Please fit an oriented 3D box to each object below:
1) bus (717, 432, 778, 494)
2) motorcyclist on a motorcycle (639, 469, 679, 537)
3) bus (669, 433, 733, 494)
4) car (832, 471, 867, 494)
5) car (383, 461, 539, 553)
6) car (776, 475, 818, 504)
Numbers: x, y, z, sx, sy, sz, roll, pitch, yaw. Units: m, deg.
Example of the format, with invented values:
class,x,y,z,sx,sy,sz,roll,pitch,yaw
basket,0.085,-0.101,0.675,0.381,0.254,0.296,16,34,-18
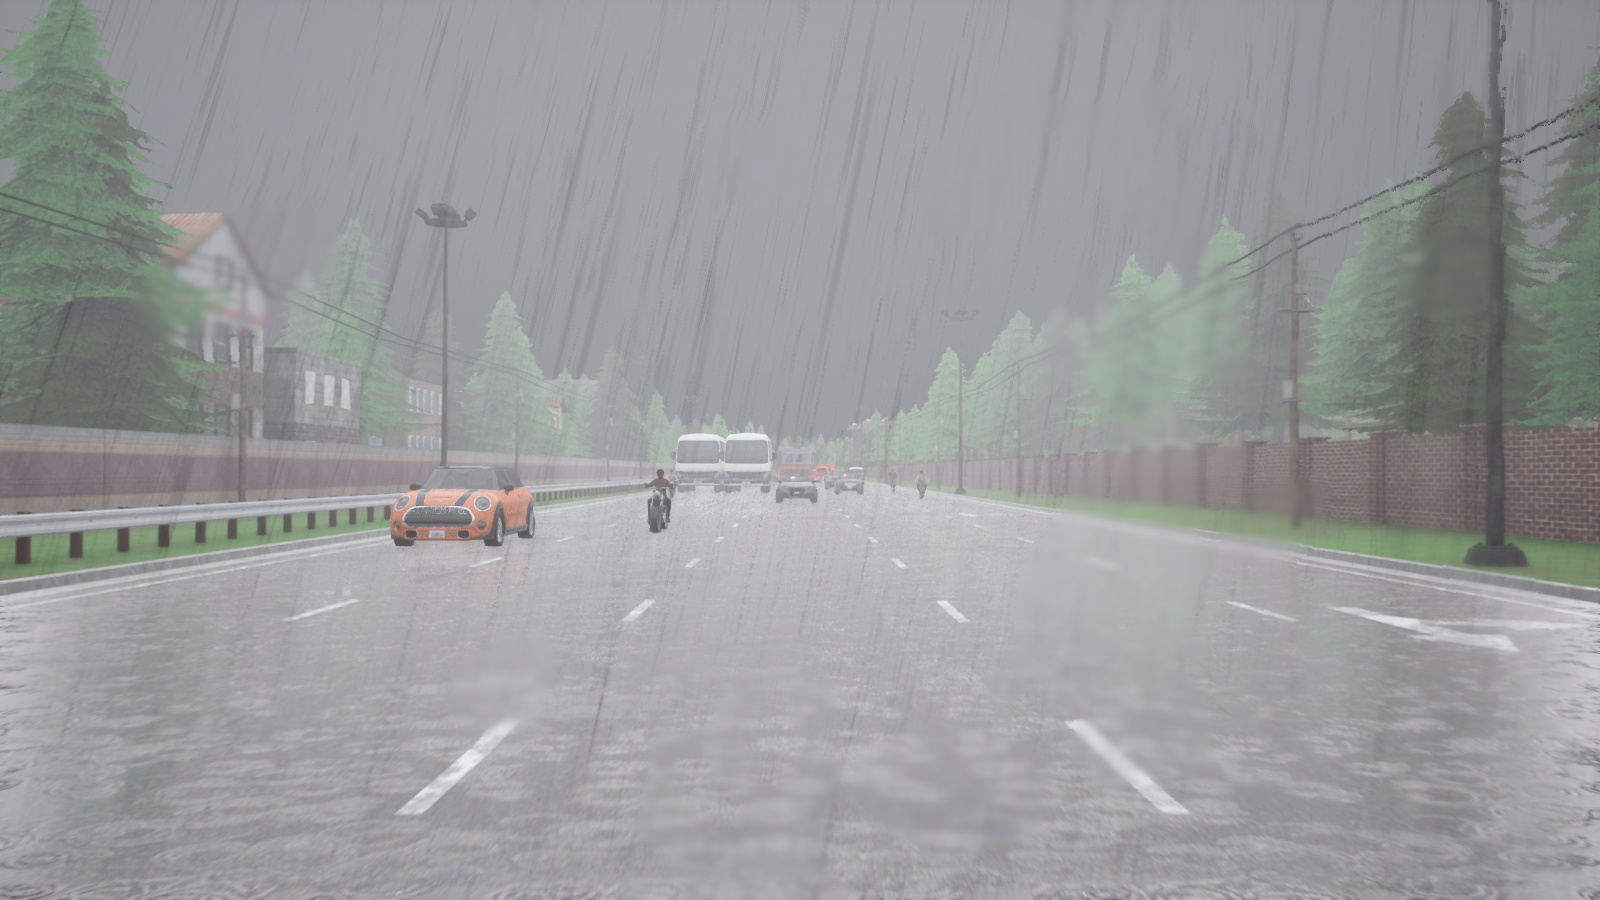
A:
class,x,y,z,sx,sy,sz,roll,pitch,yaw
bus,-3.678,0.985,91.183,3.944,4.253,10.273,0,-1,0
motorcyclist on a motorcycle,-3.577,1.316,32.017,0.766,1.649,2.350,0,-1,0
bus,-7.229,1.028,93.144,3.944,4.253,10.273,0,-1,0
car,3.296,2.176,84.627,2.128,1.511,4.902,0,-1,0
car,-7.065,1.148,26.672,2.097,1.767,4.553,0,-1,0
car,-0.150,1.932,62.815,1.994,1.385,4.181,0,-1,0
